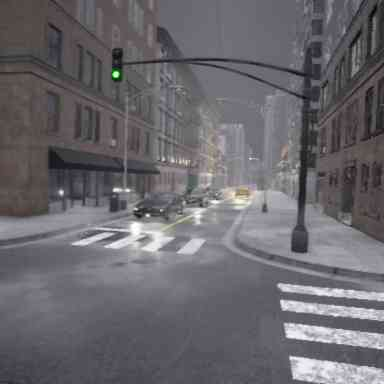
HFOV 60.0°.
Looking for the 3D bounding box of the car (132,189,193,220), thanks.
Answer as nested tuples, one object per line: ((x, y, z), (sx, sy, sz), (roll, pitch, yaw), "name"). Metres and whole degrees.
((-1.678, 0.728, 19.485), (2.033, 1.411, 5.357), (2, 2, 12), "car")

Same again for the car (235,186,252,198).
((7.338, -0.060, 47.917), (1.882, 1.535, 5.008), (2, 2, 12), "car")

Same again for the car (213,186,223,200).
((2.492, 0.111, 39.174), (1.837, 1.490, 4.892), (2, 2, 12), "car")

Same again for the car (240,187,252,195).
((9.472, -0.224, 58.047), (1.895, 1.301, 4.718), (2, 2, 12), "car")

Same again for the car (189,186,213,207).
((0.357, 0.403, 29.096), (1.837, 1.490, 4.892), (2, 2, 12), "car")
